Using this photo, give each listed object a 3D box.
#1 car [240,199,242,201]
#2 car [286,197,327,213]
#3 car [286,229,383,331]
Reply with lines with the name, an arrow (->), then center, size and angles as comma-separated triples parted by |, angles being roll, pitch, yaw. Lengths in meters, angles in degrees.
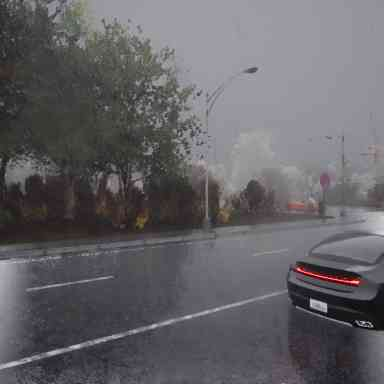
car -> 7.404, 1.500, 45.126 | 1.837, 1.490, 4.892 | 0, 0, -32
car -> 12.594, 1.352, 36.887 | 2.097, 1.767, 4.553 | 0, 0, -32
car -> 3.923, 1.505, 6.537 | 4.892, 1.490, 1.837 | 0, 0, -35
